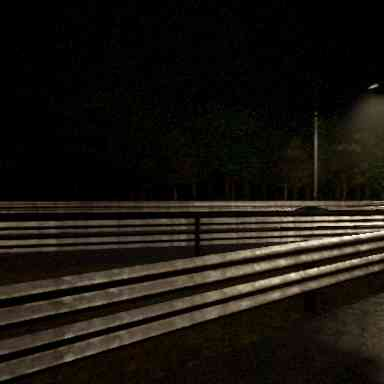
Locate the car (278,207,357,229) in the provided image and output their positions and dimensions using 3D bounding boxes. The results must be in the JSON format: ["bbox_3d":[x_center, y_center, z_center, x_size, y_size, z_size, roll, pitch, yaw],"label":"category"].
[{"bbox_3d":[6.830,1.516,18.189,4.181,1.385,1.994,0,0,-17],"label":"car"}]
